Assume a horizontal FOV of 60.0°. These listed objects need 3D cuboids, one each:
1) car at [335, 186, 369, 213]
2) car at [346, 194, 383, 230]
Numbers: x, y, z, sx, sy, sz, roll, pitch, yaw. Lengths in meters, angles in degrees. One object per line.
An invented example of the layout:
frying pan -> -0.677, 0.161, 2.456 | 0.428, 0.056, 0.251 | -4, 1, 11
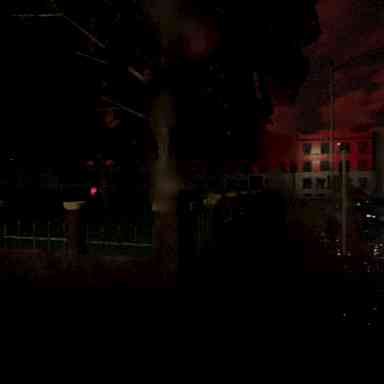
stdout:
car -> 12.999, 0.576, 27.284 | 2.150, 2.045, 5.566 | 0, 1, 19
car -> 9.595, 1.066, 17.266 | 2.128, 1.511, 4.902 | 0, 1, 19
